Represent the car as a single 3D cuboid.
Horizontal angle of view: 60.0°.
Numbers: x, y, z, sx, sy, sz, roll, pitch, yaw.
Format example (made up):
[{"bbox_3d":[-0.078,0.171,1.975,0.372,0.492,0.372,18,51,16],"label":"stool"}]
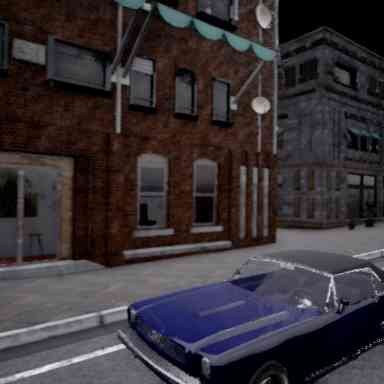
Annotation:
[{"bbox_3d":[1.437,1.593,4.730,4.718,1.301,1.895,0,0,-36],"label":"car"}]
